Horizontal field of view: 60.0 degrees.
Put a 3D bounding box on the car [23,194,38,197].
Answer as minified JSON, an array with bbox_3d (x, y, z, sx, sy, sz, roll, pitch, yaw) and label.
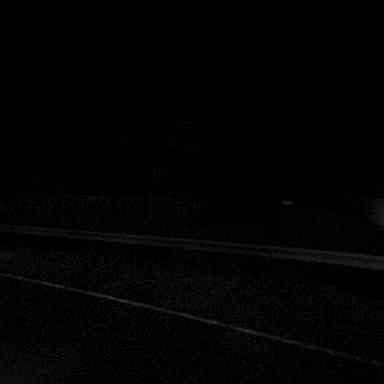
[{"bbox_3d":[-36.833,1.141,75.604,2.097,1.767,4.553,0,0,6],"label":"car"}]

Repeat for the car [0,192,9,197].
[{"bbox_3d":[-43.874,1.009,75.144,2.150,2.045,5.566,0,0,6],"label":"car"}]
